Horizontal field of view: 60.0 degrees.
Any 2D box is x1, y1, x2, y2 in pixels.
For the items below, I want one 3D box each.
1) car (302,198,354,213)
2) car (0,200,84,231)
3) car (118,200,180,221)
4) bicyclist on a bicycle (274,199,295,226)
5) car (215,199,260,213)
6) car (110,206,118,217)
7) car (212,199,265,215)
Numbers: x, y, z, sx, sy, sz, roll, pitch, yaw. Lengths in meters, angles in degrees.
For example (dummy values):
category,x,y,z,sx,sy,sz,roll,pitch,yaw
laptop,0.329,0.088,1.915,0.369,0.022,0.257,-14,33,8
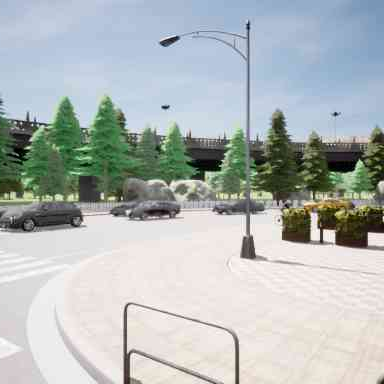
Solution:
category,x,y,z,sx,sy,sz,roll,pitch,yaw
car,14.542,1.422,36.285,5.008,1.535,1.882,0,0,-7
car,-8.955,1.297,20.064,2.097,1.767,4.553,0,0,37
car,-3.158,1.436,27.134,4.902,1.511,2.128,0,0,-44
bicyclist on a bicycle,5.566,1.245,19.586,0.582,1.620,1.656,0,0,-44
car,5.067,1.470,36.990,4.674,1.442,1.812,0,0,-23
car,-5.252,1.508,29.869,1.994,1.385,4.181,0,0,44
car,4.670,1.492,33.057,5.357,1.411,2.033,0,0,-26
